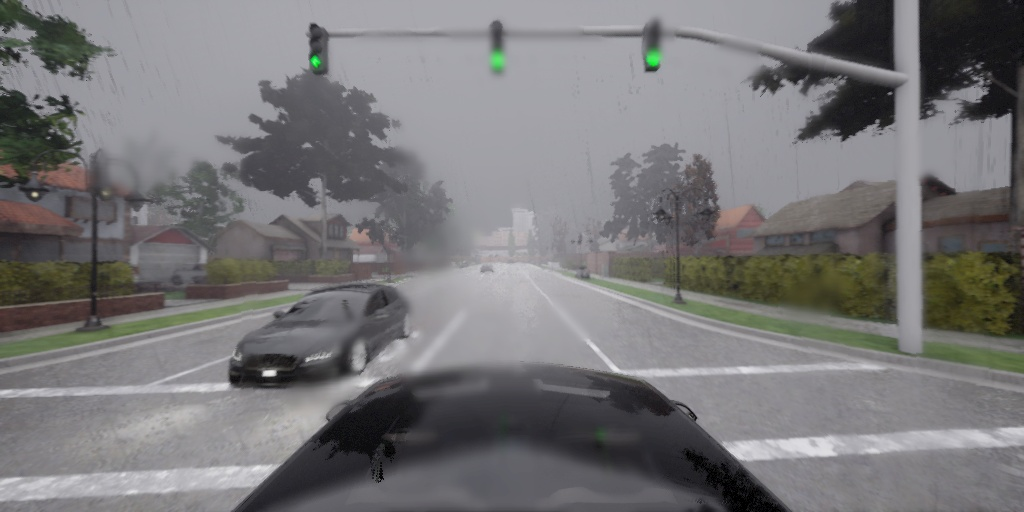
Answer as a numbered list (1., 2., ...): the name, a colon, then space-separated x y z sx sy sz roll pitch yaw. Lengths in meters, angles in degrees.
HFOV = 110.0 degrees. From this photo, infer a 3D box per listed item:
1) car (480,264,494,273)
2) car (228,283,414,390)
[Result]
1. car: -3.580 1.816 52.141 1.895 1.301 4.718 0 0 0
2. car: -3.474 1.387 7.550 1.837 1.490 4.892 0 1 0
